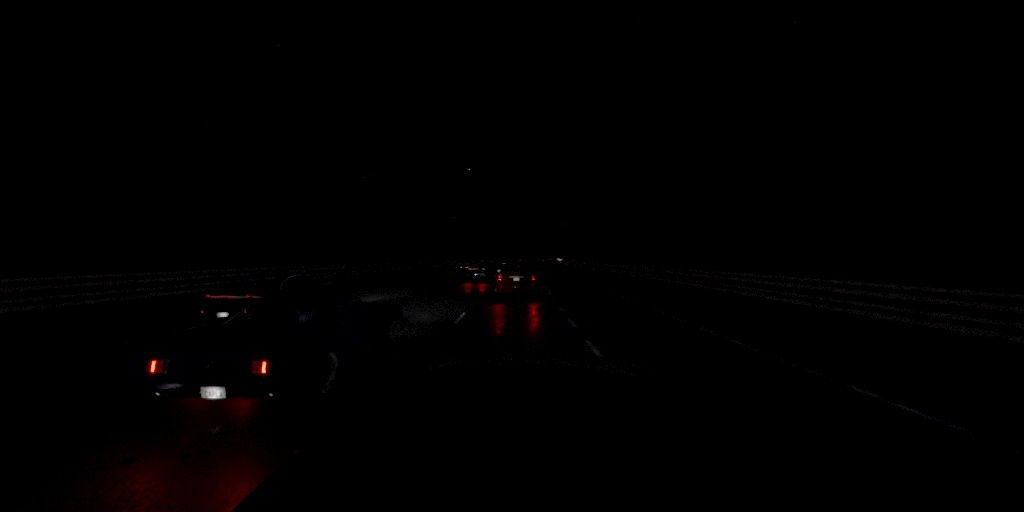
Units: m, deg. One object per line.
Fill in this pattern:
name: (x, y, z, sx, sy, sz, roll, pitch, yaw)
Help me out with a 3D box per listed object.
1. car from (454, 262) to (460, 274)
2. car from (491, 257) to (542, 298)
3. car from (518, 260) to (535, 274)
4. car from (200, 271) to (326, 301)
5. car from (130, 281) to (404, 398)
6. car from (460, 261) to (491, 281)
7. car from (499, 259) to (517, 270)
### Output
car: (-5.355, 1.303, 41.974, 2.033, 1.411, 5.357, 0, 0, 5)
car: (0.291, 1.109, 18.856, 2.097, 1.767, 4.553, 0, 0, 2)
car: (1.845, 1.302, 43.870, 1.837, 1.490, 4.892, 0, 0, 5)
car: (-6.907, 1.210, 11.038, 2.128, 1.511, 4.902, 0, 0, 1)
car: (-3.513, 1.335, 6.478, 1.895, 1.301, 4.718, 0, 0, 1)
car: (-2.664, 1.242, 30.465, 2.128, 1.511, 4.902, 0, 0, 3)
car: (-0.520, 1.304, 55.362, 2.128, 1.511, 4.902, 0, 0, 7)
